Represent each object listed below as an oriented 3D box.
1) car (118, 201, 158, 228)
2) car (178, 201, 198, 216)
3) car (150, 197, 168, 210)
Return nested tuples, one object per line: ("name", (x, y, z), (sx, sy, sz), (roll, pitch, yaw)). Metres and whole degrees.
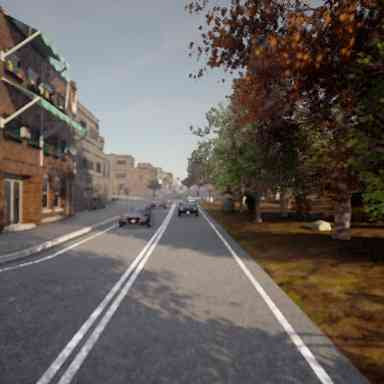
("car", (-3.615, 1.573, 22.255), (1.994, 1.385, 4.181), (0, 0, -1))
("car", (-0.411, 1.551, 32.339), (1.895, 1.301, 4.718), (0, 0, -2))
("car", (-4.086, 1.367, 41.326), (1.837, 1.490, 4.892), (0, 0, -1))
